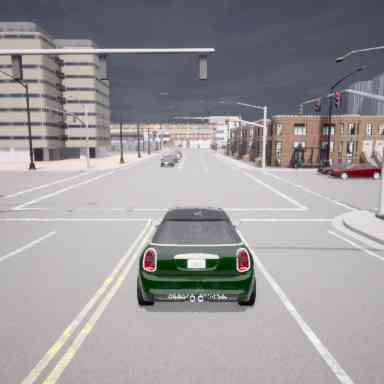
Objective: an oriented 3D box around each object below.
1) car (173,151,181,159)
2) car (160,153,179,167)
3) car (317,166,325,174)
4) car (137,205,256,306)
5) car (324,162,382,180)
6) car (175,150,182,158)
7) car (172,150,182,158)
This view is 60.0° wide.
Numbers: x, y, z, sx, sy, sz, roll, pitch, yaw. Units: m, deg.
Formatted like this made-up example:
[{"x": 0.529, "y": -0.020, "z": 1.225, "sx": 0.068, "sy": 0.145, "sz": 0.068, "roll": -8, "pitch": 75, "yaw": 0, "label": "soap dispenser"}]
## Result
[{"x": -3.480, "y": -5.929, "z": 58.206, "sx": 1.882, "sy": 1.535, "sz": 5.008, "roll": 0, "pitch": 9, "yaw": 0, "label": "car"}, {"x": -3.528, "y": -4.521, "z": 48.869, "sx": 2.128, "sy": 1.511, "sz": 4.902, "roll": 0, "pitch": 8, "yaw": 1, "label": "car"}, {"x": 16.382, "y": -2.514, "z": 35.777, "sx": 5.357, "sy": 1.411, "sz": 2.033, "roll": 0, "pitch": 8, "yaw": 0, "label": "car"}, {"x": 0.089, "y": 1.074, "z": 7.671, "sx": 2.097, "sy": 1.767, "sz": 4.553, "roll": 0, "pitch": 4, "yaw": 0, "label": "car"}, {"x": 16.037, "y": -2.065, "z": 32.299, "sx": 5.008, "sy": 1.535, "sz": 1.882, "roll": 0, "pitch": 8, "yaw": 0, "label": "car"}, {"x": -3.394, "y": -7.269, "z": 67.501, "sx": 1.812, "sy": 1.442, "sz": 4.674, "roll": 0, "pitch": 8, "yaw": 1, "label": "car"}, {"x": -3.366, "y": -8.942, "z": 77.551, "sx": 2.097, "sy": 1.767, "sz": 4.553, "roll": 0, "pitch": 8, "yaw": 0, "label": "car"}]
